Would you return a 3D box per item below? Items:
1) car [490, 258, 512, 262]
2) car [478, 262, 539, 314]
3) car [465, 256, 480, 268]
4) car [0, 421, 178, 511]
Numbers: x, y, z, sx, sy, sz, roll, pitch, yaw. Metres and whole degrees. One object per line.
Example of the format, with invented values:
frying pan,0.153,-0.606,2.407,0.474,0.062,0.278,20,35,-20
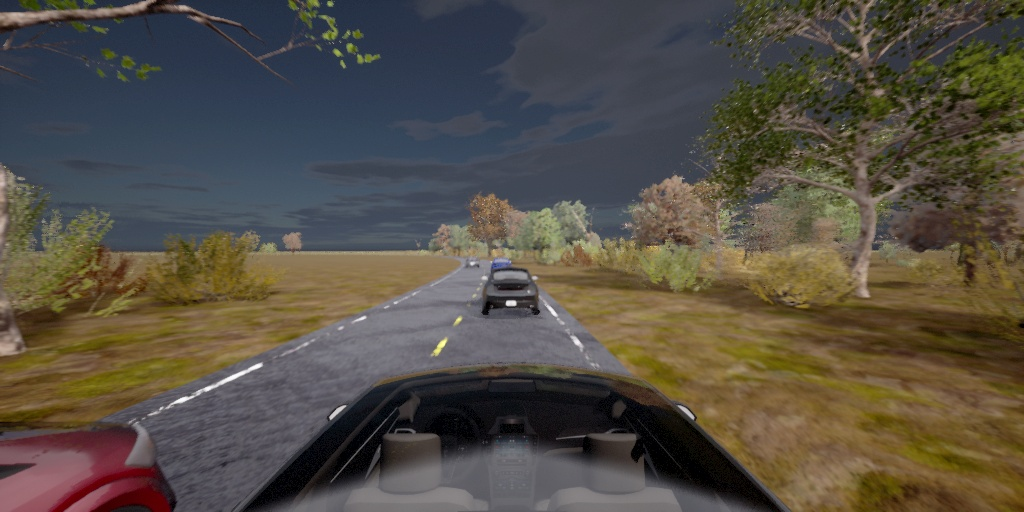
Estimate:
car,-1.038,0.910,34.318,1.882,1.535,5.008,0,1,-4
car,-0.076,1.143,13.136,1.837,1.490,4.892,0,1,-1
car,-5.181,0.807,47.418,2.128,1.511,4.902,0,0,-5
car,-3.047,1.331,0.422,1.994,1.385,4.181,0,1,0
